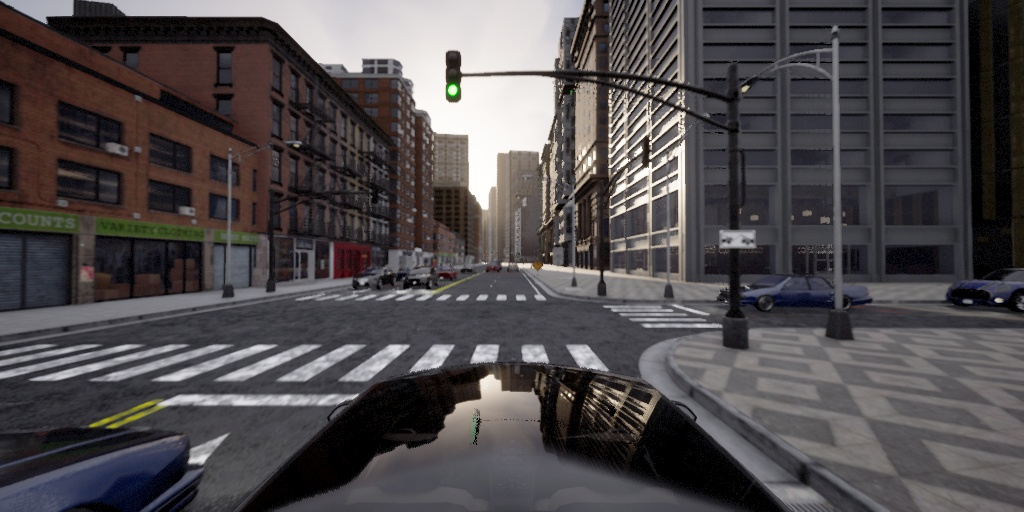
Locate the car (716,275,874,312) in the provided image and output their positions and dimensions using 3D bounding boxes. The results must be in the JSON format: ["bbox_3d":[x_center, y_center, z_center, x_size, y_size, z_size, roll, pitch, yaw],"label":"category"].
[{"bbox_3d":[11.479,1.479,14.758,5.357,1.411,2.033,0,-1,0],"label":"car"}]

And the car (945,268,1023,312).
[{"bbox_3d":[20.946,1.288,14.717,4.553,1.767,2.097,0,-1,0],"label":"car"}]

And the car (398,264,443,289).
[{"bbox_3d":[-6.596,1.568,26.449,1.837,1.490,4.892,0,-1,-1],"label":"car"}]

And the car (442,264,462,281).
[{"bbox_3d":[-6.576,1.775,35.709,1.895,1.301,4.718,0,-1,0],"label":"car"}]

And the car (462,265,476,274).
[{"bbox_3d":[-6.540,1.986,53.413,1.895,1.301,4.718,0,-1,0],"label":"car"}]

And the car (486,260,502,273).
[{"bbox_3d":[-3.119,1.808,59.360,2.097,1.767,4.553,0,-1,1],"label":"car"}]

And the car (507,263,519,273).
[{"bbox_3d":[0.136,1.943,58.983,2.128,1.511,4.902,0,-1,0],"label":"car"}]

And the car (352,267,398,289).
[{"bbox_3d":[-9.834,1.549,26.001,2.128,1.511,4.902,0,-1,0],"label":"car"}]

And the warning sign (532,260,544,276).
[{"bbox_3d":[2.873,1.339,39.867,1.300,1.860,1.060,0,0,0],"label":"warning sign"}]

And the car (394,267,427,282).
[{"bbox_3d":[-9.836,1.770,35.268,1.895,1.301,4.718,0,-1,0],"label":"car"}]
